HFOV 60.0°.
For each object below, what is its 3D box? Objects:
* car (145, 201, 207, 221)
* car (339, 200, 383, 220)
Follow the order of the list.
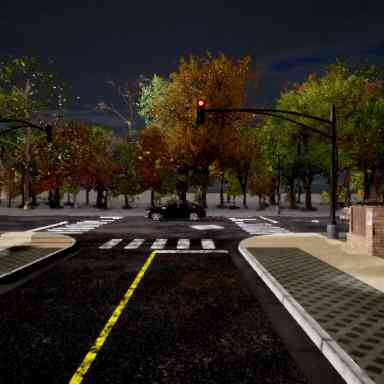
[{"bbox_3d":[-1.266,1.511,26.309,4.892,1.490,1.837,1,0,0],"label":"car"},{"bbox_3d":[14.196,1.411,26.360,4.553,1.767,2.097,0,0,0],"label":"car"}]
